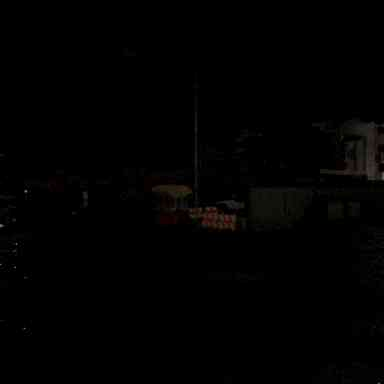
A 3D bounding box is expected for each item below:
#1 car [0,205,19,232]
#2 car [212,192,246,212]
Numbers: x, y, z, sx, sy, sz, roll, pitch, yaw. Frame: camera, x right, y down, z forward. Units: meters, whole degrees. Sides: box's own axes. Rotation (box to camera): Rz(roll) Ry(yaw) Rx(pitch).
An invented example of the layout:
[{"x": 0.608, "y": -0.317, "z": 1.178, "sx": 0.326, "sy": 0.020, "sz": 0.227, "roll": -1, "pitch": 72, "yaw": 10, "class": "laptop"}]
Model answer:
[{"x": -11.449, "y": 1.519, "z": 19.497, "sx": 1.812, "sy": 1.442, "sz": 4.674, "roll": 0, "pitch": 0, "yaw": -35, "class": "car"}, {"x": 3.568, "y": 0.927, "z": 26.381, "sx": 3.866, "sy": 1.878, "sz": 1.905, "roll": 0, "pitch": 0, "yaw": 0, "class": "car"}]
